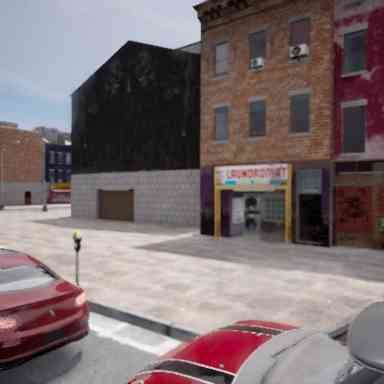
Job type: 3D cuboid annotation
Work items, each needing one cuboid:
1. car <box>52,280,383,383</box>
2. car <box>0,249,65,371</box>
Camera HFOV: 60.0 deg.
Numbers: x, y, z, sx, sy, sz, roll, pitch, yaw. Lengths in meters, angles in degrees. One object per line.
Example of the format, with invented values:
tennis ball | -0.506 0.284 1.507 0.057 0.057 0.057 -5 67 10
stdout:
car | 1.299 1.441 1.886 4.097 1.590 1.967 0 0 35
car | -3.336 1.560 5.170 4.206 1.307 1.802 0 0 35
